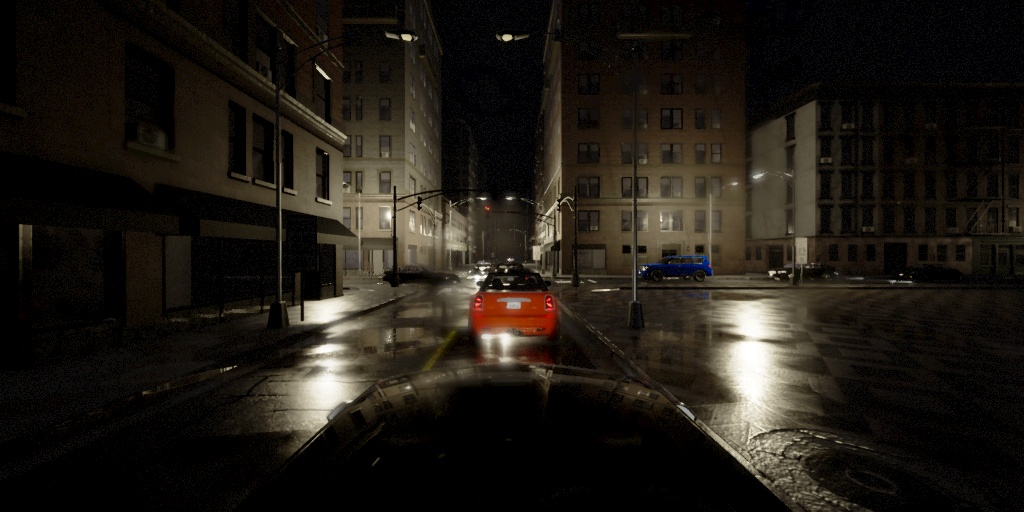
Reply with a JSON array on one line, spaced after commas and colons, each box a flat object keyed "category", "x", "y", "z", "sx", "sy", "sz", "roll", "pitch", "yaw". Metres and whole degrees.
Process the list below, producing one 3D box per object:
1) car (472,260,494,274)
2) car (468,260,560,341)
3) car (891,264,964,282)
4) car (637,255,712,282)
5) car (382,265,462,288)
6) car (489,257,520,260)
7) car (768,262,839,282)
[{"category": "car", "x": -3.229, "y": 1.237, "z": 41.295, "sx": 2.128, "sy": 1.511, "sz": 4.902, "roll": 0, "pitch": 0, "yaw": 0}, {"category": "car", "x": 0.046, "y": 1.101, "z": 9.980, "sx": 2.097, "sy": 1.767, "sz": 4.553, "roll": 0, "pitch": 0, "yaw": 0}, {"category": "car", "x": 33.326, "y": 1.319, "z": 28.851, "sx": 4.181, "sy": 1.385, "sz": 1.994, "roll": 0, "pitch": 0, "yaw": 1}, {"category": "car", "x": 12.957, "y": 0.974, "z": 28.662, "sx": 5.566, "sy": 2.045, "sz": 2.150, "roll": 0, "pitch": 0, "yaw": -1}, {"category": "car", "x": -6.091, "y": 1.297, "z": 24.023, "sx": 5.357, "sy": 1.411, "sz": 2.033, "roll": 0, "pitch": 0, "yaw": 23}, {"category": "car", "x": -0.185, "y": 1.100, "z": 18.901, "sx": 2.097, "sy": 1.767, "sz": 4.553, "roll": 0, "pitch": 0, "yaw": -3}, {"category": "car", "x": 23.252, "y": 1.246, "z": 28.770, "sx": 4.902, "sy": 1.511, "sz": 2.128, "roll": 0, "pitch": 0, "yaw": -1}]
